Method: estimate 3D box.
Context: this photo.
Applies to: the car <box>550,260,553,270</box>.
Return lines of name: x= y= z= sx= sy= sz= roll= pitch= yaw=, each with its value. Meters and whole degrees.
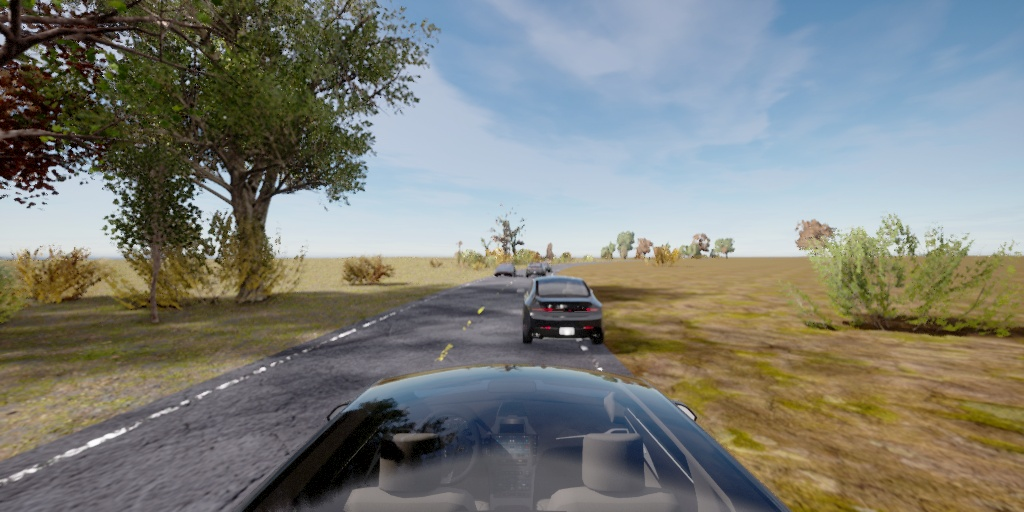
car: x=4.415 y=1.563 z=49.621 sx=1.994 sy=1.385 sz=4.181 roll=0 pitch=0 yaw=11

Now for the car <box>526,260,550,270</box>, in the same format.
car: x=2.544 y=1.430 z=37.077 sx=2.128 sy=1.511 sz=4.902 roll=0 pitch=0 yaw=8

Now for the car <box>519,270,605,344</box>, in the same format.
car: x=1.207 y=1.301 z=9.741 sx=1.837 sy=1.490 sz=4.892 roll=0 pitch=0 yaw=2

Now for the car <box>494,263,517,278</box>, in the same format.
car: x=-0.598 y=1.489 z=37.547 sx=2.033 sy=1.411 sz=5.357 roll=0 pitch=0 yaw=7
